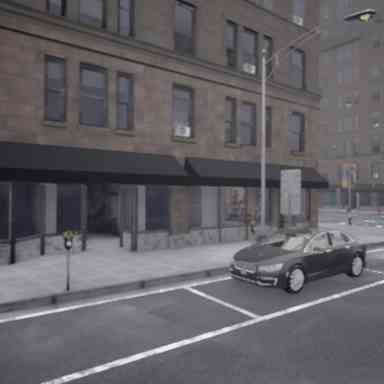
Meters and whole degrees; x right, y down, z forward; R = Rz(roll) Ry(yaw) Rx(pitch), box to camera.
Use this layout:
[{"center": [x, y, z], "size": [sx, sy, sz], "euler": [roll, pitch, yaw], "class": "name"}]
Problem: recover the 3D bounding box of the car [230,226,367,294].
[{"center": [2.964, 1.620, 8.881], "size": [4.403, 1.369, 2.008], "euler": [1, 0, -36], "class": "car"}]
